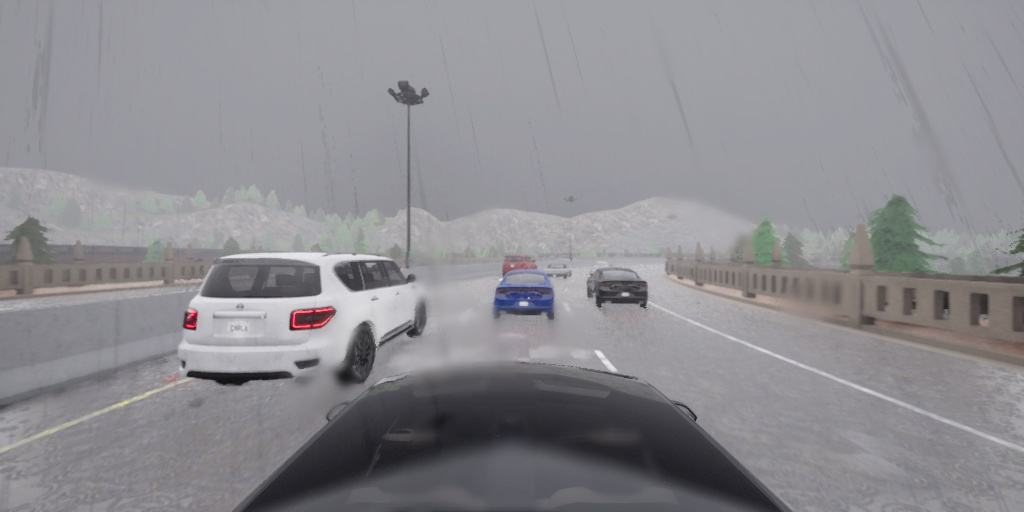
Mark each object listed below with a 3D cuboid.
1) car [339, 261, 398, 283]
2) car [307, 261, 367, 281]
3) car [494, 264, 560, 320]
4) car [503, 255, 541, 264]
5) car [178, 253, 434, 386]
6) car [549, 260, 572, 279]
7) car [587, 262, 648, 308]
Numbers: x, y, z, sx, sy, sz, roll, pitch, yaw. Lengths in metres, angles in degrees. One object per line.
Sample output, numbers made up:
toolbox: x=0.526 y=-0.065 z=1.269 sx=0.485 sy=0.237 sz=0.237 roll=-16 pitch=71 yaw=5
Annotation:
car: x=-11.269 y=1.188 z=28.654 sx=1.882 sy=1.535 sz=5.008 roll=0 pitch=0 yaw=13
car: x=-14.515 y=1.214 z=30.167 sx=1.837 sy=1.490 sz=4.892 roll=0 pitch=0 yaw=14
car: x=0.530 y=1.211 z=12.714 sx=1.882 sy=1.535 sz=5.008 roll=0 pitch=0 yaw=4
car: x=0.807 y=0.925 z=32.754 sx=2.150 sy=2.045 sz=5.566 roll=0 pitch=0 yaw=17
car: x=-3.317 y=0.964 z=7.120 sx=2.150 sy=2.045 sz=5.566 roll=0 pitch=0 yaw=1
car: x=4.175 y=1.306 z=31.802 sx=1.895 sy=1.301 sz=4.718 roll=0 pitch=0 yaw=17
car: x=4.290 y=1.207 z=15.182 sx=1.882 sy=1.535 sz=5.008 roll=0 pitch=0 yaw=6
